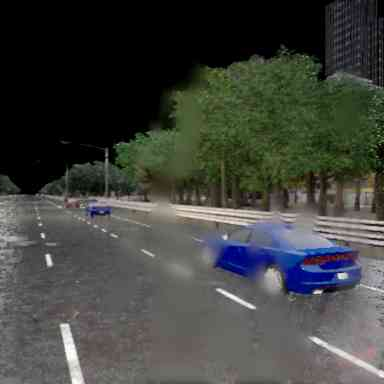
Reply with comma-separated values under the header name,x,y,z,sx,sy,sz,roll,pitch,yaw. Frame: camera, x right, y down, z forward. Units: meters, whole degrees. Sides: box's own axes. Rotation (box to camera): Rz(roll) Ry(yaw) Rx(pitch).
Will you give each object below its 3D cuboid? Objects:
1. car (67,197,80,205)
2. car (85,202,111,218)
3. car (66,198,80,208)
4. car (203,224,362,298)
name,x,y,z,sx,sy,sz,roll,pitch,yaw
car,-24.891,1.935,69.824,1.882,1.535,5.008,1,-1,-11
car,-9.444,1.733,33.135,1.882,1.535,5.008,1,-1,-26
car,-19.643,1.884,54.728,1.812,1.442,4.674,1,-1,-24
car,2.037,1.600,9.074,1.882,1.535,5.008,1,-1,-25
